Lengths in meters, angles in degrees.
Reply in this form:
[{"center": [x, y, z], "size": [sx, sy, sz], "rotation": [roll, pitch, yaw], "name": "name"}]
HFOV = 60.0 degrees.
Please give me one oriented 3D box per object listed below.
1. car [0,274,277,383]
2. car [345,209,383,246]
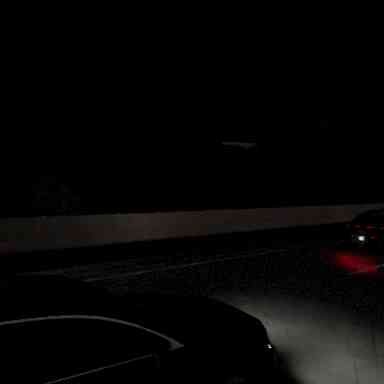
[{"center": [-1.360, 1.506, 2.755], "size": [4.892, 1.490, 1.837], "rotation": [0, 0, -36], "name": "car"}, {"center": [8.407, 1.503, 14.038], "size": [4.892, 1.490, 1.837], "rotation": [0, 0, -36], "name": "car"}]
